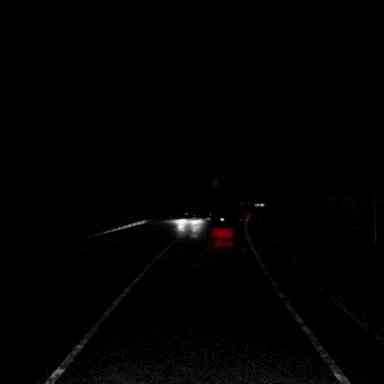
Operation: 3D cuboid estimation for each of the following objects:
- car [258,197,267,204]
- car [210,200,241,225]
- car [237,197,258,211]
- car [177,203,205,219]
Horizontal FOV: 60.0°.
[{"bbox_3d":[14.242,1.770,69.863,1.895,1.301,4.718,-3,-1,25],"label":"car"},{"bbox_3d":[2.450,1.593,24.653,1.837,1.490,4.892,-1,0,10],"label":"car"},{"bbox_3d":[6.593,1.462,41.692,2.097,1.767,4.553,-2,-1,17],"label":"car"},{"bbox_3d":[-0.062,1.740,30.991,1.994,1.385,4.181,-1,0,13],"label":"car"}]
